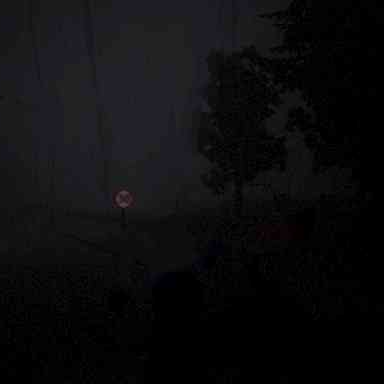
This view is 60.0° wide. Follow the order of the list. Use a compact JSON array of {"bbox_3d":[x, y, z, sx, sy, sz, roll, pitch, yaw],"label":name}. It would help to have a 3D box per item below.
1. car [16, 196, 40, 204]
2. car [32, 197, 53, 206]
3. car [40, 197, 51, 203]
[{"bbox_3d":[-30.900,1.534,62.106,3.633,1.501,1.845,0,0,-24],"label":"car"},{"bbox_3d":[-28.424,1.780,63.450,2.038,1.542,4.974,0,0,-6],"label":"car"},{"bbox_3d":[-28.419,1.622,63.399,1.853,1.218,4.536,0,0,-6],"label":"car"}]
